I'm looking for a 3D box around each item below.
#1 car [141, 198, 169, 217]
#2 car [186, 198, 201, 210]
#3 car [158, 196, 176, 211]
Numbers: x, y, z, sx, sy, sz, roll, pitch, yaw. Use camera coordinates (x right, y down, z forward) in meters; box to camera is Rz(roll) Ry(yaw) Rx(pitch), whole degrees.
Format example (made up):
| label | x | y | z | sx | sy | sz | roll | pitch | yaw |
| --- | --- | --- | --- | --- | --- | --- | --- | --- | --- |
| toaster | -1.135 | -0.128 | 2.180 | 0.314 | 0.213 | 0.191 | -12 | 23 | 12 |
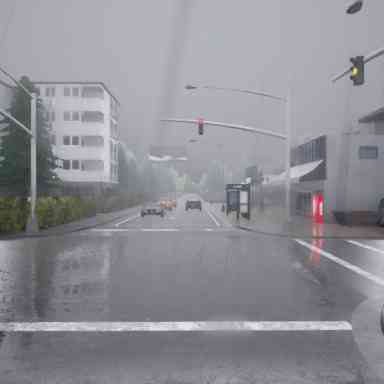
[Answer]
| label | x | y | z | sx | sy | sz | roll | pitch | yaw |
| --- | --- | --- | --- | --- | --- | --- | --- | --- | --- |
| car | -3.527 | 1.567 | 31.030 | 1.994 | 1.385 | 4.181 | 0 | 0 | 0 |
| car | 0.205 | 1.482 | 42.675 | 1.882 | 1.535 | 5.008 | 0 | 0 | 0 |
| car | -3.497 | 1.356 | 40.731 | 2.097 | 1.767 | 4.553 | 0 | 0 | 0 |
